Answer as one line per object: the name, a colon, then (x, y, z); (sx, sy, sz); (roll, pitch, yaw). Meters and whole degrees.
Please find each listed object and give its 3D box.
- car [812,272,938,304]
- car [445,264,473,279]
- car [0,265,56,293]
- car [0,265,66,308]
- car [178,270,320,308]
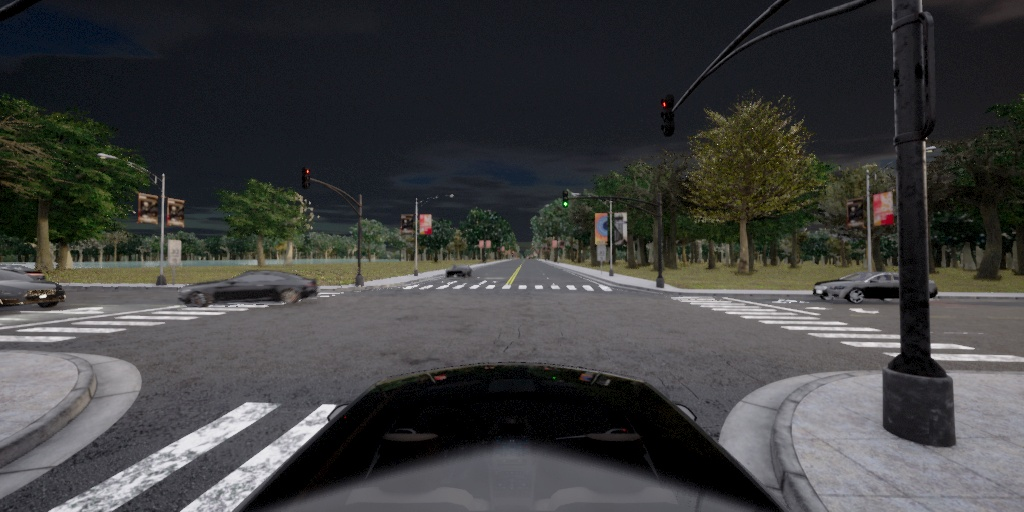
car: (17.585, 1.512, 17.538); (4.902, 1.511, 2.128); (0, -1, 3)
car: (-4.829, 1.434, 33.157); (1.895, 1.301, 4.718); (0, 0, 2)
car: (-29.516, 1.248, 20.313); (4.902, 1.511, 2.128); (0, -2, 4)
car: (-18.781, 1.147, 12.632); (4.892, 1.490, 1.837); (0, -1, 3)
car: (-10.592, 1.304, 14.795); (4.674, 1.442, 1.812); (1, 1, -28)
